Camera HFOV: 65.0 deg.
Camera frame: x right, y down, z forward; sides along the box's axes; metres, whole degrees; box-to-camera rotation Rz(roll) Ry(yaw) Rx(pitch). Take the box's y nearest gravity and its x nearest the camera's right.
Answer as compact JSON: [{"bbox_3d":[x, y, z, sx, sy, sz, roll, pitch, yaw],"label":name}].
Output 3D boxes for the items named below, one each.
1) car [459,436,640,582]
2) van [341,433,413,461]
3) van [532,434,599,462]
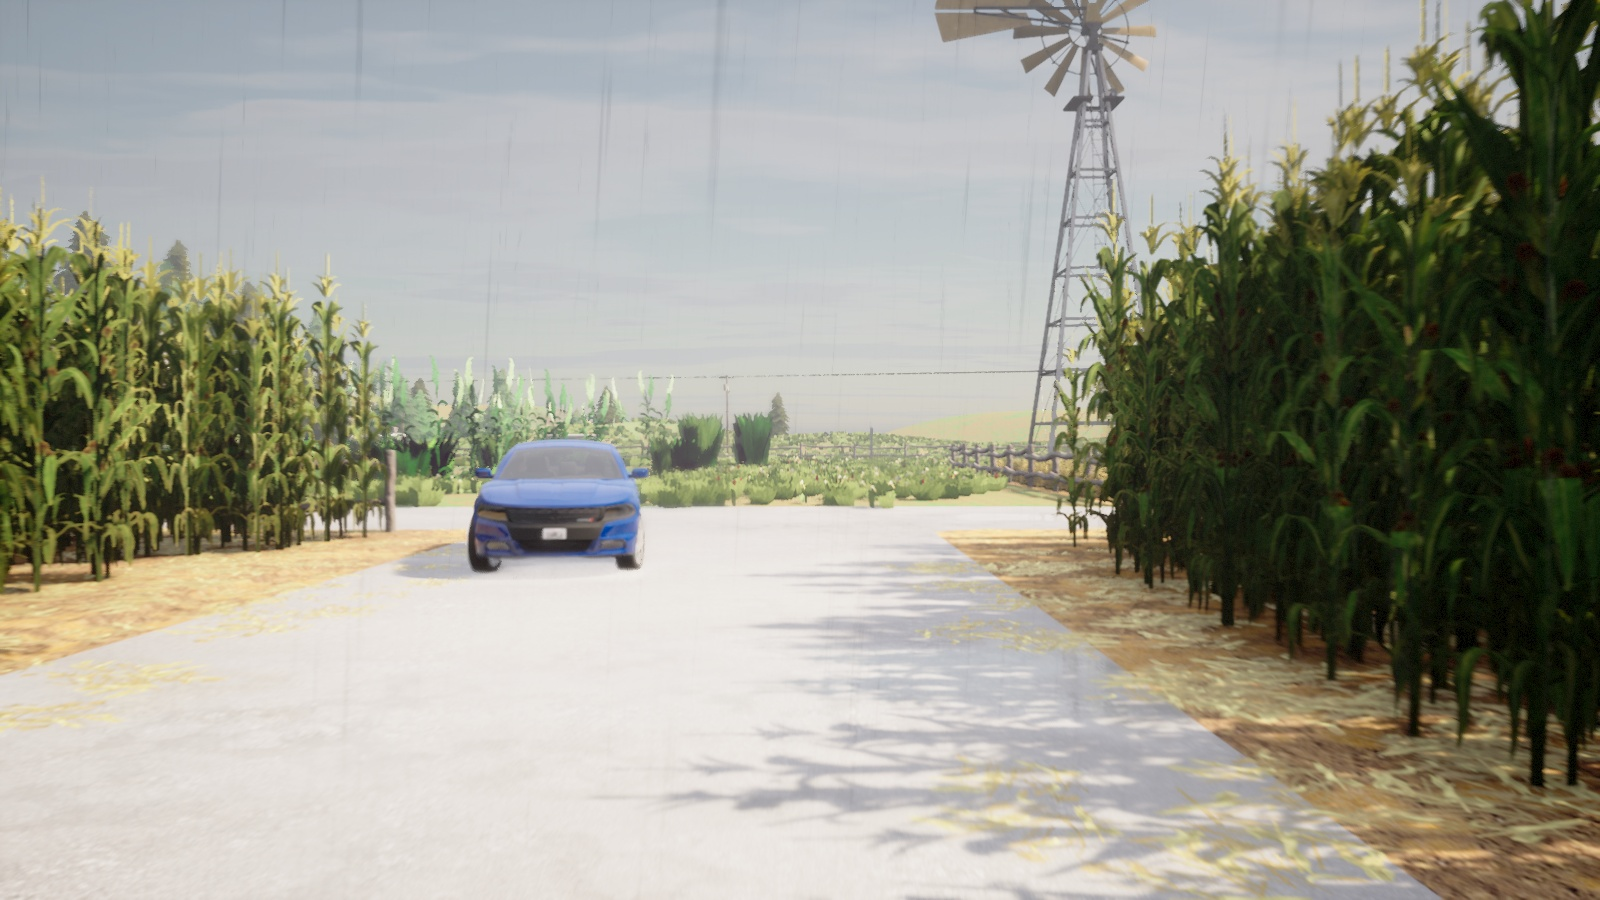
[{"bbox_3d":[-2.993,0.607,15.808,1.882,1.535,5.008,0,0,-8],"label":"car"},{"bbox_3d":[-30.735,-0.224,91.251,4.480,2.038,2.069,0,0,6],"label":"van"},{"bbox_3d":[-16.746,-0.169,89.797,4.442,1.987,1.775,0,0,6],"label":"van"}]
